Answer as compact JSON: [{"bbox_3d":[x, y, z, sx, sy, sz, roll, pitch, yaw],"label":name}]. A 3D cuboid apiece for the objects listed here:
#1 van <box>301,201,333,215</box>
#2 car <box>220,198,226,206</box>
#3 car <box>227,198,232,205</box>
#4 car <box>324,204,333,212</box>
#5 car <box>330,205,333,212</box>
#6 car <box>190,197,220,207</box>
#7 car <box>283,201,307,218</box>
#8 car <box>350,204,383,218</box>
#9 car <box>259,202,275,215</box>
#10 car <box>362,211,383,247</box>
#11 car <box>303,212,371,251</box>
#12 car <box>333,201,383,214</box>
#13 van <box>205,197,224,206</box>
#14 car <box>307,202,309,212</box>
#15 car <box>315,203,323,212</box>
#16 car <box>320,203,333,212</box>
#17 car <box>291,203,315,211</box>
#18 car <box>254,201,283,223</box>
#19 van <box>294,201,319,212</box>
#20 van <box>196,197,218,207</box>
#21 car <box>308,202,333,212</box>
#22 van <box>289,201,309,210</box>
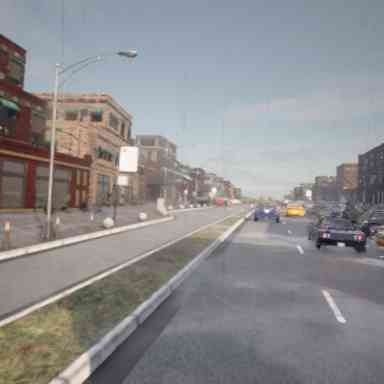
[{"bbox_3d":[19.370,2.444,51.651,4.442,1.987,1.878,2,-1,13],"label":"van"},{"bbox_3d":[4.337,2.223,77.664,5.566,2.045,2.435,2,-1,13],"label":"car"},{"bbox_3d":[6.927,2.483,88.594,5.566,2.045,2.435,2,-1,13],"label":"car"},{"bbox_3d":[13.955,2.117,27.443,5.008,1.535,2.097,2,0,13],"label":"car"},{"bbox_3d":[13.351,2.074,24.754,5.008,1.535,2.097,2,0,13],"label":"car"},{"bbox_3d":[2.447,2.012,69.548,5.566,2.045,2.435,2,-1,13],"label":"car"},{"bbox_3d":[11.943,2.150,39.028,1.882,1.535,5.008,2,-1,13],"label":"car"},{"bbox_3d":[12.093,1.870,19.391,4.553,1.767,2.185,2,0,13],"label":"car"},{"bbox_3d":[9.842,2.122,43.490,1.882,1.535,5.008,2,-1,14],"label":"car"},{"bbox_3d":[11.507,2.004,16.696,4.674,1.452,2.002,2,0,13],"label":"car"},{"bbox_3d":[6.651,1.891,15.835,1.895,1.301,4.718,2,0,13],"label":"car"},{"bbox_3d":[12.771,1.783,22.064,5.566,2.045,2.435,2,0,13],"label":"car"},{"bbox_3d":[5.532,2.380,83.218,4.442,1.987,1.878,2,-1,13],"label":"van"},{"bbox_3d":[17.638,2.497,43.559,4.674,1.452,2.002,2,-1,13],"label":"car"},{"bbox_3d":[15.193,2.217,32.814,4.892,1.521,2.231,2,-1,13],"label":"car"},{"bbox_3d":[14.579,2.166,30.128,4.892,1.521,2.231,2,-1,13],"label":"car"},{"bbox_3d":[24.345,3.289,73.132,4.792,1.488,2.163,2,-1,13],"label":"car"},{"bbox_3d":[6.799,1.717,30.083,2.097,1.767,4.553,2,-1,13],"label":"car"},{"bbox_3d":[23.272,2.902,67.725,4.442,1.987,1.878,2,-1,13],"label":"van"},{"bbox_3d":[3.217,2.115,72.218,4.442,1.987,1.878,2,-1,13],"label":"van"},{"bbox_3d":[16.417,2.329,38.187,5.008,1.535,2.097,2,-1,13],"label":"car"},{"bbox_3d":[26.110,3.223,81.221,4.442,1.987,1.878,2,-1,13],"label":"van"}]
